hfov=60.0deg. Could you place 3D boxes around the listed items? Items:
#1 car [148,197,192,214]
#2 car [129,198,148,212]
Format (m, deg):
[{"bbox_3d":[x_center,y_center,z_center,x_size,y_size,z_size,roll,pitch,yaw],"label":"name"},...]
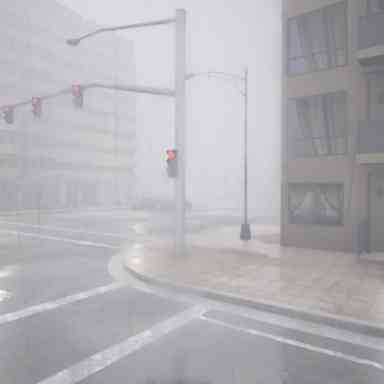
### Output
[{"bbox_3d":[-1.904,1.373,34.618,2.128,1.511,4.902,0,0,35],"label":"car"},{"bbox_3d":[-4.795,1.367,36.591,1.837,1.490,4.892,0,0,35],"label":"car"}]
